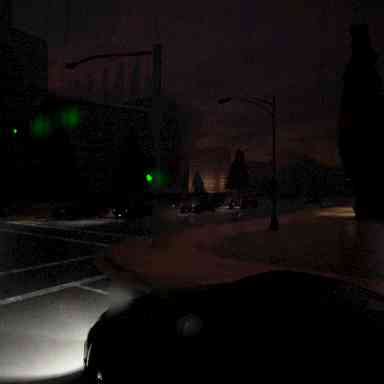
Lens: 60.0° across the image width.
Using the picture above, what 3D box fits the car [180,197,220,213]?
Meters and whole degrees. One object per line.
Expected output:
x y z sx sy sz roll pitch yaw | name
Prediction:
0.679 1.352 36.447 2.097 1.767 4.553 0 0 36 | car

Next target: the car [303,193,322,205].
21.496 1.491 58.808 2.128 1.511 4.902 0 0 36 | car

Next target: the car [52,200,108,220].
-9.444 1.478 28.478 1.882 1.535 5.008 0 0 36 | car

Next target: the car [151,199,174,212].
-3.923 1.505 36.063 1.837 1.490 4.892 0 0 36 | car

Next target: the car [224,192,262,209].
6.981 1.221 45.105 2.150 2.045 5.566 0 0 36 | car

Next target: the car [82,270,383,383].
0.785 1.564 3.441 4.181 1.385 1.994 0 0 35 | car

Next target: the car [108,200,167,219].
-4.641 1.601 29.119 1.895 1.301 4.718 0 0 36 | car
